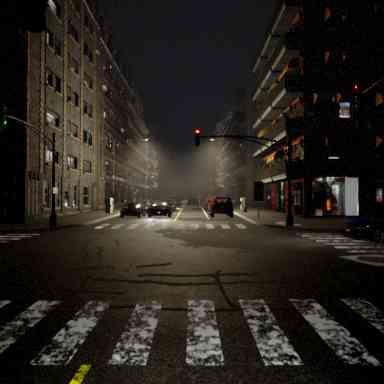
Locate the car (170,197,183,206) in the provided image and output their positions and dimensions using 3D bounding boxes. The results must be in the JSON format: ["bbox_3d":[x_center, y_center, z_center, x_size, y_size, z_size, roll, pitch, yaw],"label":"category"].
[{"bbox_3d":[-2.695,1.619,59.603,2.033,1.411,5.357,0,0,0],"label":"car"}]

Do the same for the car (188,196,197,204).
[{"bbox_3d":[0.135,1.600,70.384,1.882,1.535,5.008,0,0,0],"label":"car"}]

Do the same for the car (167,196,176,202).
[{"bbox_3d":[-5.226,1.764,85.786,2.008,1.369,4.403,1,0,0],"label":"car"}]

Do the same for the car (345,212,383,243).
[{"bbox_3d":[9.710,1.486,15.342,5.008,1.535,1.882,0,-1,0],"label":"car"}]

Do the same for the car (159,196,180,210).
[{"bbox_3d":[-2.796,1.523,39.308,1.837,1.490,4.892,0,0,0],"label":"car"}]

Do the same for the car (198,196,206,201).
[{"bbox_3d":[2.659,1.813,91.375,1.947,1.339,4.313,1,0,0],"label":"car"}]

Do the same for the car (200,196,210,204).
[{"bbox_3d":[2.641,1.556,69.124,1.967,1.590,4.097,1,0,0],"label":"car"}]

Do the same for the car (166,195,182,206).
[{"bbox_3d":[-2.734,1.601,49.242,1.994,1.385,4.181,0,0,1],"label":"car"}]

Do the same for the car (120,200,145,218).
[{"bbox_3d":[-5.272,1.577,30.162,1.947,1.339,4.313,1,0,0],"label":"car"}]

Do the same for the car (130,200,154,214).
[{"bbox_3d":[-5.267,1.581,35.724,1.947,1.339,4.313,1,0,0],"label":"car"}]

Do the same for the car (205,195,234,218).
[{"bbox_3d":[2.612,1.326,30.201,2.192,1.841,5.009,1,0,0],"label":"car"}]

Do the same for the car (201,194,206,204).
[{"bbox_3d":[2.621,1.336,41.326,2.192,1.841,5.009,1,0,0],"label":"car"}]

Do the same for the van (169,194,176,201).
[{"bbox_3d":[-5.217,1.589,91.351,1.690,1.788,3.998,1,0,0],"label":"van"}]

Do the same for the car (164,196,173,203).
[{"bbox_3d":[-5.235,1.671,74.487,1.752,1.417,4.829,1,0,0],"label":"car"}]

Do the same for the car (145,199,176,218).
[{"bbox_3d":[-2.812,1.575,30.428,1.994,1.385,4.181,0,0,0],"label":"car"}]

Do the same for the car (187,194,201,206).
[{"bbox_3d":[0.154,1.540,57.301,1.882,1.535,5.008,0,0,0],"label":"car"}]

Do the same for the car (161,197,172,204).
[{"bbox_3d":[-5.240,1.667,69.095,2.008,1.369,4.403,1,0,0],"label":"car"}]
